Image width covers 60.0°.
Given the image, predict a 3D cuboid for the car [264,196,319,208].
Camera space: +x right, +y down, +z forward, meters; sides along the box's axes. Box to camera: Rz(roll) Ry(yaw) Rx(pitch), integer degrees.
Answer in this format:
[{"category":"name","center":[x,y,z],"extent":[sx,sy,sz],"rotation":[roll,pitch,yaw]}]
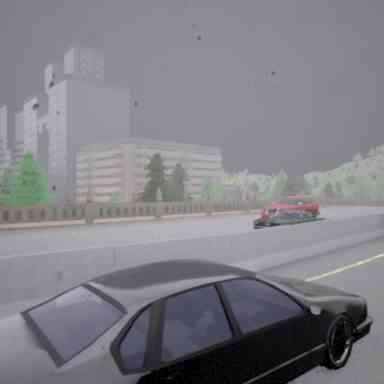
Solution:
[{"category":"car","center":[7.487,1.297,24.862],"extent":[5.566,2.045,2.150],"rotation":[0,0,-44]}]

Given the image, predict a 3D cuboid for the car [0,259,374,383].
[{"category":"car","center":[0.035,1.561,3.918],"extent":[5.357,1.411,2.033],"rotation":[0,0,-37]}]

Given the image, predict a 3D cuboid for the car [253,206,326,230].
[{"category":"car","center":[5.320,1.655,17.951],"extent":[4.718,1.301,1.895],"rotation":[0,0,-44]}]

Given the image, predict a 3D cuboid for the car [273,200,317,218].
[{"category":"car","center":[10.006,1.577,32.120],"extent":[5.008,1.535,1.882],"rotation":[0,0,-44]}]
